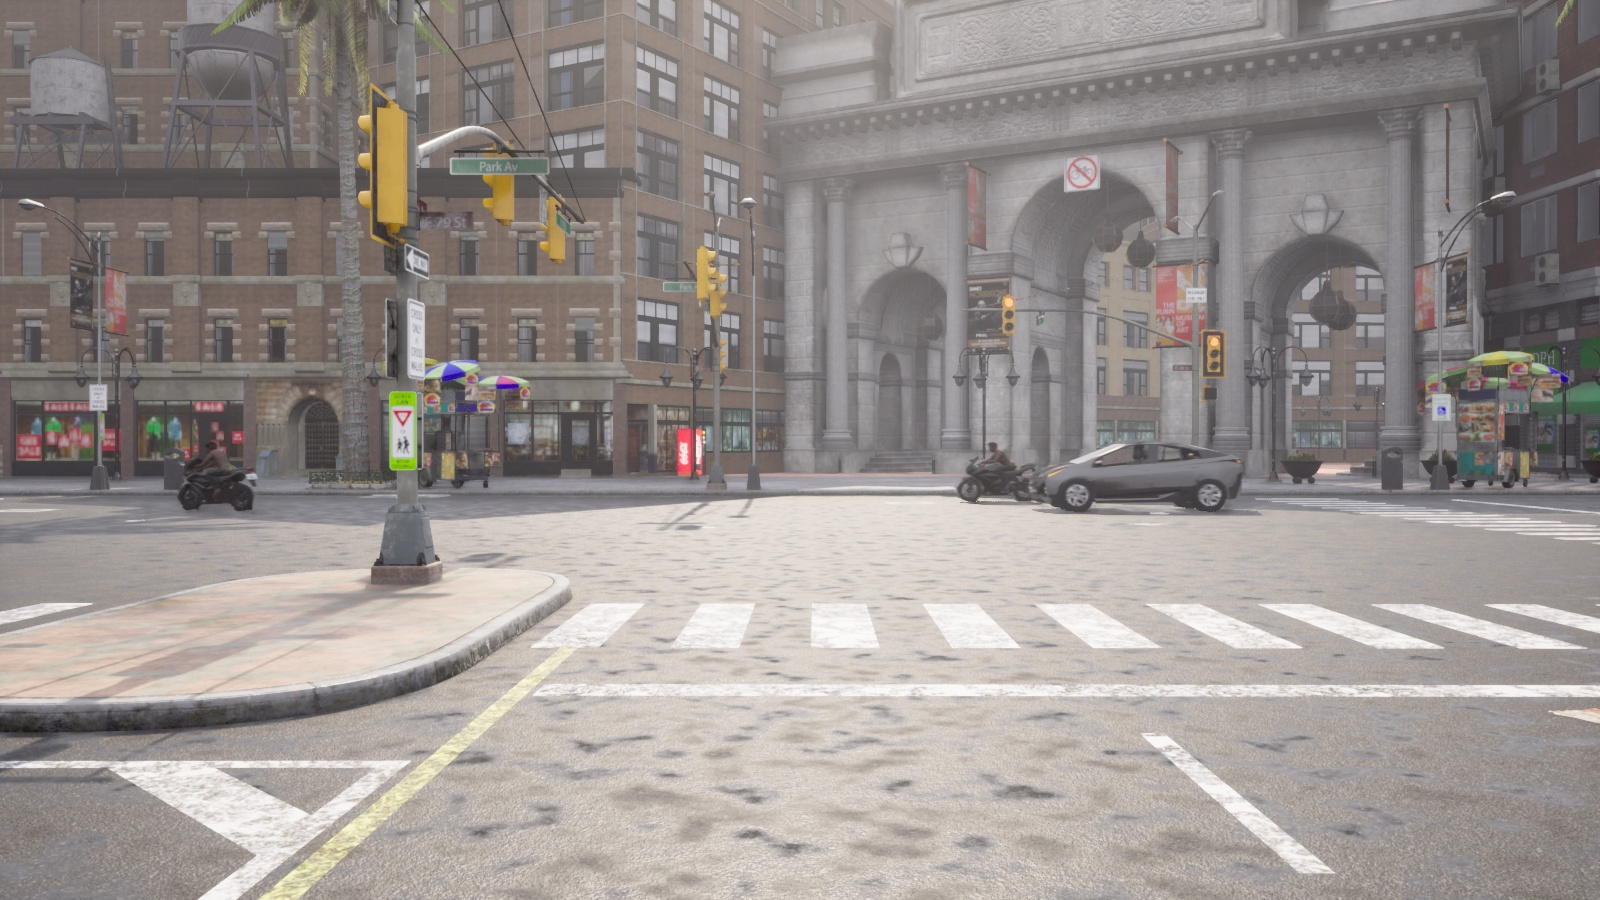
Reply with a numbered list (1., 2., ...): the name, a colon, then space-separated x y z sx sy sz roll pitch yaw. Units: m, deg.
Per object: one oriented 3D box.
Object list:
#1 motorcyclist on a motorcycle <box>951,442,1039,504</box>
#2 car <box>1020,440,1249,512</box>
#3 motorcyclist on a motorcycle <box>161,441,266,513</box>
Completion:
1. motorcyclist on a motorcycle: 4.822 0.557 31.158 2.044 1.523 0.797 0 0 1
2. car: 7.256 0.543 27.623 4.514 1.525 2.007 0 0 1
3. motorcyclist on a motorcycle: -12.699 0.565 27.178 2.044 1.523 0.797 0 1 18
